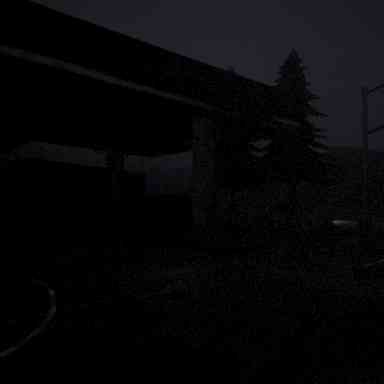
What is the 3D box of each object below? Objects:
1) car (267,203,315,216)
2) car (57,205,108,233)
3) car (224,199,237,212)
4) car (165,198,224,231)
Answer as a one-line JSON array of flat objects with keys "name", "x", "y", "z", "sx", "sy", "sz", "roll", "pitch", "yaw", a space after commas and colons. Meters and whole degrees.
[{"name": "car", "x": 8.409, "y": 1.640, "z": 28.552, "sx": 1.994, "sy": 1.385, "sz": 4.181, "roll": 0, "pitch": 0, "yaw": -36}, {"name": "car", "x": -7.247, "y": 1.651, "z": 21.773, "sx": 2.242, "sy": 1.667, "sz": 4.611, "roll": 0, "pitch": 0, "yaw": -37}, {"name": "car", "x": 2.874, "y": 1.435, "z": 36.110, "sx": 2.097, "sy": 1.767, "sz": 4.553, "roll": 0, "pitch": 0, "yaw": -36}, {"name": "car", "x": -0.116, "y": 1.450, "z": 21.695, "sx": 1.905, "sy": 1.878, "sz": 3.866, "roll": 0, "pitch": 0, "yaw": -37}]
